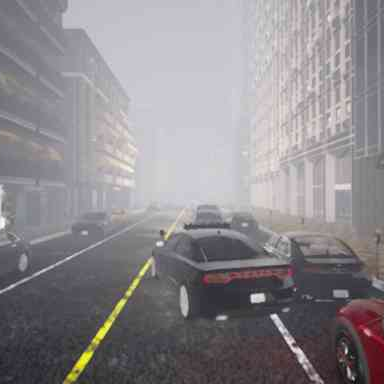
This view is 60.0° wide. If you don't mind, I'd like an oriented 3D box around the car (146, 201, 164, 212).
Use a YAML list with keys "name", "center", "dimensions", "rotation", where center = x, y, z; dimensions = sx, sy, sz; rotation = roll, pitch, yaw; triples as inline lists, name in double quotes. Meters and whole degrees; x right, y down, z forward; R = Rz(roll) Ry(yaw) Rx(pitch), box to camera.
- name: "car"
  center: [-5.471, 1.997, 47.835]
  dimensions: [1.967, 1.590, 4.097]
  rotation: [0, -1, 0]

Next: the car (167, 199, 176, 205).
- name: "car"
  center: [-5.288, 2.586, 87.370]
  dimensions: [2.008, 1.369, 4.403]
  rotation: [0, -1, 0]

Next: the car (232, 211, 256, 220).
- name: "car"
  center: [2.780, 1.786, 19.555]
  dimensions: [1.947, 1.339, 4.313]
  rotation: [0, -1, 0]

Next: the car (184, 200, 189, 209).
- name: "car"
  center: [0.229, 2.049, 45.431]
  dimensions: [1.812, 1.442, 4.674]
  rotation: [0, -1, 1]

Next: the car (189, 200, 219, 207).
- name: "car"
  center: [1.009, 1.621, 23.748]
  dimensions: [2.097, 1.767, 4.553]
  rotation: [0, -1, 0]

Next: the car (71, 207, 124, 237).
- name: "car"
  center: [-5.601, 1.793, 19.593]
  dimensions: [1.947, 1.339, 4.313]
  rotation: [0, -1, 0]

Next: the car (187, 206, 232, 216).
- name: "car"
  center: [0.863, 1.706, 17.797]
  dimensions: [1.837, 1.490, 4.892]
  rotation: [0, -1, 2]

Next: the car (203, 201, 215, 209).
- name: "car"
  center: [2.961, 2.235, 59.092]
  dimensions: [2.008, 1.369, 4.403]
  rotation: [0, -1, 0]

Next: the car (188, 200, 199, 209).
- name: "car"
  center: [0.273, 2.213, 59.185]
  dimensions: [1.812, 1.442, 4.674]
  rotation: [0, -1, 0]

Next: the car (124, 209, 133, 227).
- name: "car"
  center: [-5.576, 1.815, 25.072]
  dimensions: [1.752, 1.417, 4.829]
  rotation: [0, -1, 0]

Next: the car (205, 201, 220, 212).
- name: "car"
  center: [2.910, 2.094, 47.795]
  dimensions: [1.887, 1.381, 4.507]
  rotation: [0, -1, 0]

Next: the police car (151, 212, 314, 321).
- name: "police car"
  center: [0.283, 1.513, 7.769]
  dimensions: [1.930, 1.638, 5.238]
  rotation: [0, -1, -17]

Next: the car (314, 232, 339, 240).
- name: "car"
  center: [2.727, 1.642, 8.259]
  dimensions: [2.008, 1.369, 4.403]
  rotation: [0, -1, 0]

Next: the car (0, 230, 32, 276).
- name: "car"
  center: [-5.653, 1.649, 8.297]
  dimensions: [2.008, 1.369, 4.403]
  rotation: [0, -1, 0]

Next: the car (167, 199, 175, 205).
- name: "car"
  center: [-5.315, 2.516, 81.723]
  dimensions: [2.008, 1.369, 4.403]
  rotation: [0, -1, 0]

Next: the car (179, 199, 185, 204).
- name: "car"
  center: [-2.575, 2.587, 92.423]
  dimensions: [2.128, 1.511, 4.902]
  rotation: [0, -1, 0]

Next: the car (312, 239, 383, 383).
- name: "car"
  center: [2.702, 1.468, 2.611]
  dimensions: [1.967, 1.590, 4.097]
  rotation: [0, -1, 0]
